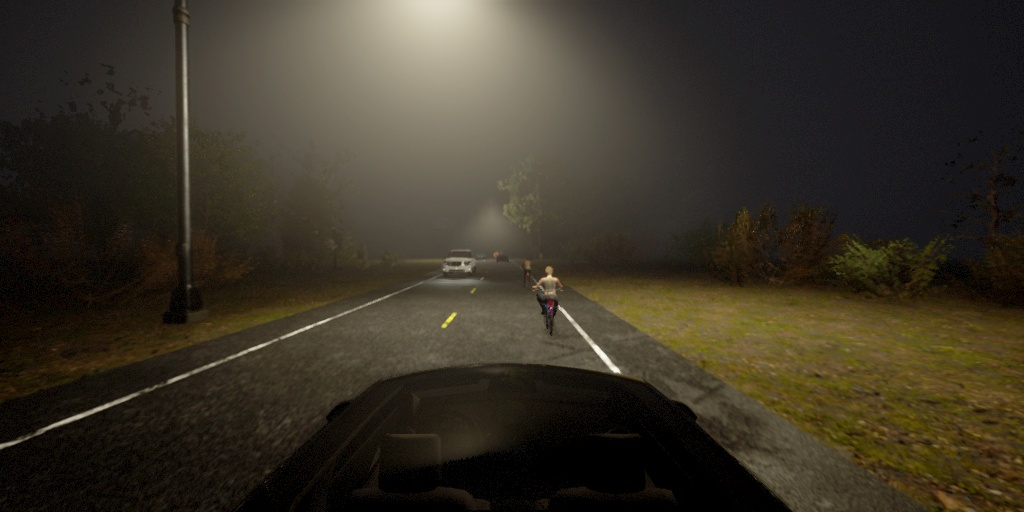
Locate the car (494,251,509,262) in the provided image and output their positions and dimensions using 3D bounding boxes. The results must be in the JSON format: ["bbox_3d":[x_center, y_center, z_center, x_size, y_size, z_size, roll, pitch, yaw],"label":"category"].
[{"bbox_3d":[-1.540,0.219,56.918,1.812,1.442,4.674,0,1,-3],"label":"car"}]

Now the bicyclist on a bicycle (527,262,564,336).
[{"bbox_3d":[0.907,1.053,8.891,0.866,1.612,1.509,0,1,0],"label":"bicyclist on a bicycle"}]

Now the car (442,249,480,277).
[{"bbox_3d":[-3.997,0.482,28.063,2.150,2.045,5.566,0,1,-1],"label":"car"}]

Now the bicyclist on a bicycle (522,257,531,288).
[{"bbox_3d":[0.785,0.891,18.411,0.582,1.620,1.656,0,1,-1],"label":"bicyclist on a bicycle"}]
